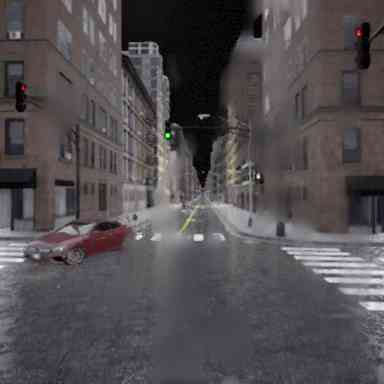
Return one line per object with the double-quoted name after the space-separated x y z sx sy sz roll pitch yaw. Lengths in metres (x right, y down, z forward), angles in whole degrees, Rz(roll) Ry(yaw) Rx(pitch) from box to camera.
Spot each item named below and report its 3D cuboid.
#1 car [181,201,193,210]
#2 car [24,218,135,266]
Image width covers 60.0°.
-0.875 2.330 58.430 1.837 1.490 4.892 0 0 2 "car"
-3.942 1.744 12.585 1.812 1.442 4.674 1 1 24 "car"
